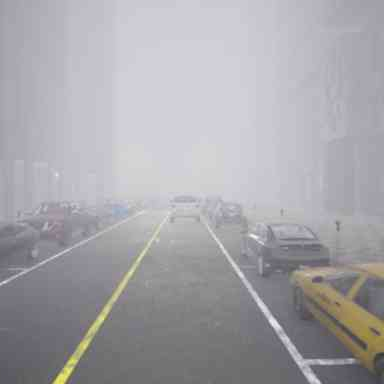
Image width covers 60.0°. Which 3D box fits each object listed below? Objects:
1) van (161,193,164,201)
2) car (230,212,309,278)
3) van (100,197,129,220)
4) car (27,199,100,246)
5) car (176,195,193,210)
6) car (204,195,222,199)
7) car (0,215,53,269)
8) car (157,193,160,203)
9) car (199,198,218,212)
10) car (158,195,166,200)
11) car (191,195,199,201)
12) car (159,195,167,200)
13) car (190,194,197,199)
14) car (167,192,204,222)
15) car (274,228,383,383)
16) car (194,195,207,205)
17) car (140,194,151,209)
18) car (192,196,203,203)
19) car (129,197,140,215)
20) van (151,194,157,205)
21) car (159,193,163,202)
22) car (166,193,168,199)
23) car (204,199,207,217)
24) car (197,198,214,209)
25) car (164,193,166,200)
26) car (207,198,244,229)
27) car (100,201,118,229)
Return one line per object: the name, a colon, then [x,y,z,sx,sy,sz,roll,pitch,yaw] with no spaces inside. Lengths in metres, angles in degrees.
van: [-7.549,1.229,71.639,1.690,1.788,3.998,-1,0,-1]
car: [2.544,1.515,9.883,2.008,1.369,4.403,0,0,-1]
van: [-6.408,1.316,26.561,1.690,1.788,3.998,0,0,-1]
car: [-6.122,1.313,15.290,2.192,1.841,5.009,0,0,-1]
car: [-0.953,1.262,42.704,2.097,1.767,4.553,0,0,-1]
car: [1.971,1.233,32.421,2.192,1.841,5.009,-1,0,-1]
car: [-5.978,1.576,9.656,1.947,1.339,4.313,0,0,-1]
car: [-7.258,1.432,60.200,1.752,1.417,4.829,-1,0,-1]
car: [1.831,1.451,38.056,1.887,1.381,4.507,-1,0,-1]
car: [-7.975,1.426,88.544,1.947,1.339,4.313,-1,0,-1]
car: [0.689,1.406,83.131,1.802,1.307,4.206,-1,0,-1]
car: [-8.118,1.418,94.179,1.947,1.339,4.313,-1,0,-1]
car: [0.404,1.388,94.400,1.802,1.307,4.206,-1,0,-1]
car: [-0.521,1.169,25.650,2.150,2.045,5.566,0,0,-1]
car: [2.682,1.501,4.418,1.752,1.417,4.829,0,0,-1]
car: [1.402,1.312,54.958,1.967,1.590,4.097,-1,0,-1]
car: [-6.835,1.380,43.466,1.967,1.590,4.097,0,0,-1]
car: [1.117,1.417,66.227,1.947,1.339,4.313,-1,0,-1]
car: [-6.549,1.403,32.196,1.967,1.590,4.097,0,0,-1]
van: [-7.121,1.258,54.735,1.690,1.788,3.998,-1,0,-1]
car: [-7.405,1.448,66.004,2.008,1.369,4.403,-1,0,-1]
car: [-7.835,1.184,82.909,2.192,1.841,5.009,-1,0,-1]
car: [2.116,1.495,26.786,1.947,1.339,4.313,-1,0,-1]
car: [1.688,1.461,43.690,1.947,1.339,4.313,-1,0,-1]
car: [-7.691,1.319,77.274,1.967,1.590,4.097,-1,0,-1]
car: [2.258,1.381,21.151,1.967,1.590,4.097,-1,0,-1]
car: [-6.263,1.531,20.926,1.887,1.381,4.507,0,0,-1]
